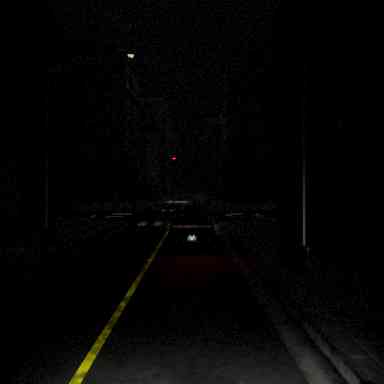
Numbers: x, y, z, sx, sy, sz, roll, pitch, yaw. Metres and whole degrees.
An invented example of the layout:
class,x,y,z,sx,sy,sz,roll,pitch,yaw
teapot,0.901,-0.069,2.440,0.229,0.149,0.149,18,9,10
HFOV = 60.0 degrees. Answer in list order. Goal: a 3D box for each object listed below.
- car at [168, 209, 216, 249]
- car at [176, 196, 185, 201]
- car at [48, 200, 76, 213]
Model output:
class,x,y,z,sx,sy,sz,roll,pitch,yaw
car,0.000,1.494,14.649,2.128,1.511,4.902,0,0,0
car,-2.749,1.500,79.404,1.895,1.301,4.718,0,0,0
car,-14.764,1.575,35.910,4.313,1.339,1.947,0,0,0
